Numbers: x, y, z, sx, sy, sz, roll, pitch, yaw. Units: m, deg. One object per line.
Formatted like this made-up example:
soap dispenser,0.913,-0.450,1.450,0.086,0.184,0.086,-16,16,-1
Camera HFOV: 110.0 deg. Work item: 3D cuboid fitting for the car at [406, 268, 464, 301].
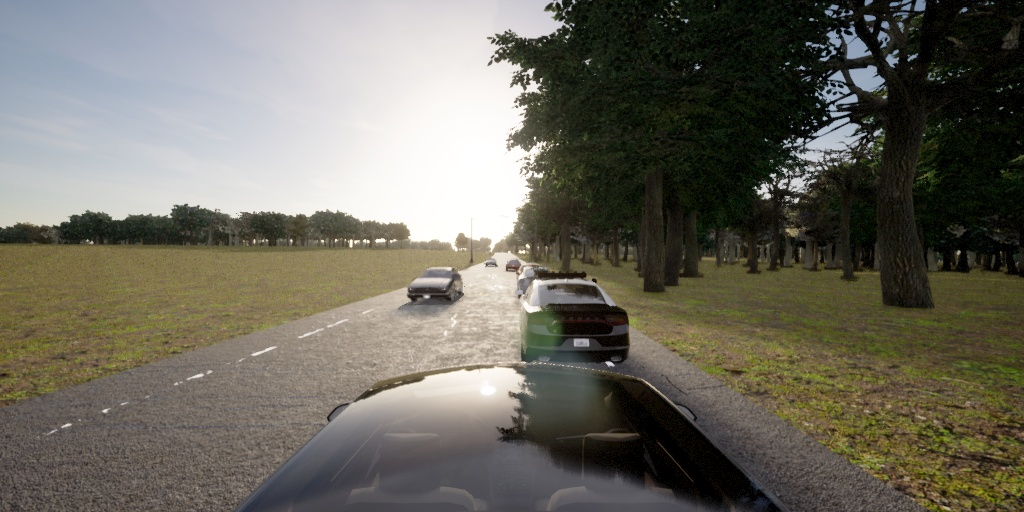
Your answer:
car,-3.469,1.270,17.274,2.033,1.411,5.357,0,0,0

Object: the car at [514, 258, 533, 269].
car,1.216,1.153,24.360,1.801,1.575,5.366,0,0,0

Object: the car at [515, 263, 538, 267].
car,1.188,1.245,18.167,1.812,1.442,4.674,0,0,0

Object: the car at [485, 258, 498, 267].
car,-3.438,1.041,58.966,1.812,1.442,4.674,0,0,0

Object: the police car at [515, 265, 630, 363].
police car,1.121,1.168,8.271,1.930,1.638,5.238,0,0,0

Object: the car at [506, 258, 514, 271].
car,0.209,1.147,46.562,1.994,1.385,4.181,0,0,2
